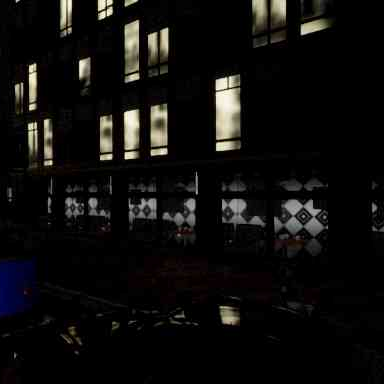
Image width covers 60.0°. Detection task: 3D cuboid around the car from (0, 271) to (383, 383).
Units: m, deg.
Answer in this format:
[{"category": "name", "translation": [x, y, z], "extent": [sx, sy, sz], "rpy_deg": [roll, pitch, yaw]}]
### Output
[{"category": "car", "translation": [0.110, 1.582, 2.759], "extent": [4.206, 1.307, 1.802], "rpy_deg": [0, 0, 35]}]

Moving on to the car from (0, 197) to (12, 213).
[{"category": "car", "translation": [-14.414, 1.358, 28.174], "extent": [2.192, 1.841, 5.009], "rpy_deg": [-1, -1, 35]}]

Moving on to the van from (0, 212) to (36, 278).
[{"category": "van", "translation": [-4.522, 1.342, 6.062], "extent": [3.998, 1.788, 1.690], "rpy_deg": [0, 0, 35]}]

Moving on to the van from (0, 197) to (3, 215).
[{"category": "van", "translation": [-21.251, 1.425, 33.020], "extent": [1.690, 1.788, 3.998], "rpy_deg": [-1, -1, 35]}]
